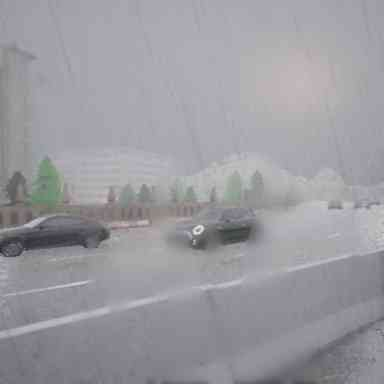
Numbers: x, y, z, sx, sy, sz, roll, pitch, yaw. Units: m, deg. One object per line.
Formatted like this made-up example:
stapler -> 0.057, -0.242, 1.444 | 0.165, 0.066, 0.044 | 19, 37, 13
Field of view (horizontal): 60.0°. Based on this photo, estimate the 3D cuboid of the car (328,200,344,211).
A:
car -> 19.765, 1.800, 45.650 | 2.033, 1.411, 5.357 | -1, -1, 24

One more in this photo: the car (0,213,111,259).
car -> -5.544, 1.597, 13.144 | 4.674, 1.442, 1.812 | 0, 0, -39

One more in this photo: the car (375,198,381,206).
car -> 33.811, 1.833, 62.044 | 2.033, 1.411, 5.357 | -1, 0, 21

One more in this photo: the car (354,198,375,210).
car -> 24.454, 1.736, 47.781 | 2.128, 1.511, 4.902 | -1, -1, 23

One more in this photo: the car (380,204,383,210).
car -> 15.901, 1.610, 25.330 | 1.837, 1.490, 4.892 | 0, 0, 36

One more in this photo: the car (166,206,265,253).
car -> 1.095, 1.422, 14.228 | 4.553, 1.767, 2.097 | 0, 0, -42
